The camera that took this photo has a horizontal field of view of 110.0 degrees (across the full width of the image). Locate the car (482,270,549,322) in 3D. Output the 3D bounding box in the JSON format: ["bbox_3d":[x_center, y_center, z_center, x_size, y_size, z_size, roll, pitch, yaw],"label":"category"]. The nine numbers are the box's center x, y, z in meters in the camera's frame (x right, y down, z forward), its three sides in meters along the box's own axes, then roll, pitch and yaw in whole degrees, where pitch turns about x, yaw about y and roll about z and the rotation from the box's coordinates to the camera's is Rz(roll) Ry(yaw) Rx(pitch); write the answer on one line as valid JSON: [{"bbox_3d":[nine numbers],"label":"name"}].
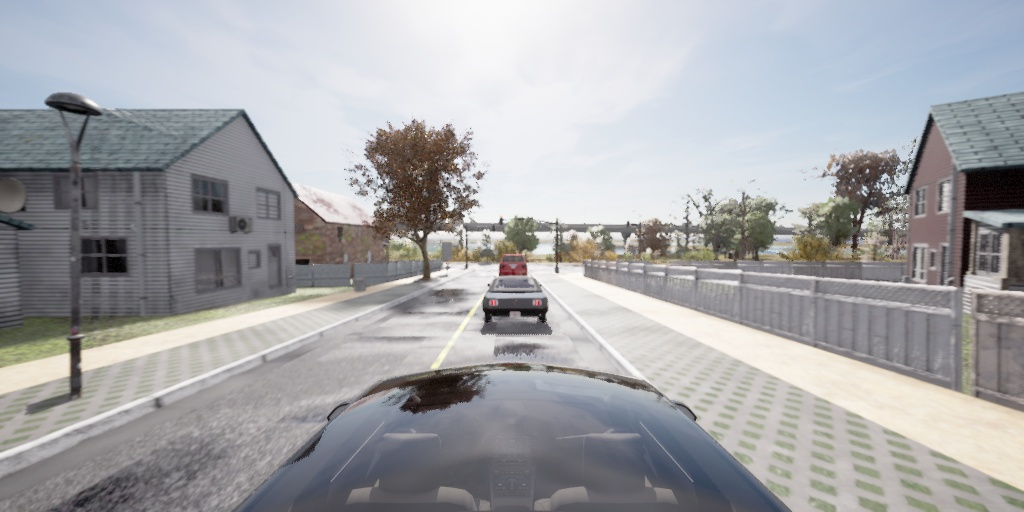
[{"bbox_3d":[0.095,1.309,12.091,1.895,1.301,4.718,0,0,0],"label":"car"}]

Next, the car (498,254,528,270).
[{"bbox_3d":[0.086,0.876,28.062,2.150,2.045,5.566,0,0,0],"label":"car"}]
